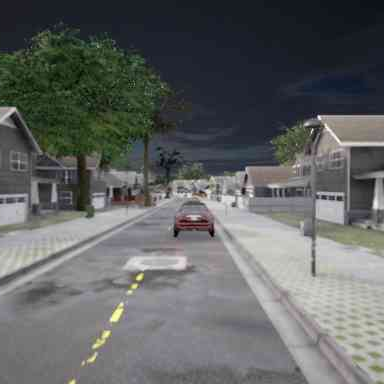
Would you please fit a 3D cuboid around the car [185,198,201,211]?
[{"bbox_3d":[0.101,1.487,41.115,1.837,1.490,4.892,0,0,0],"label":"car"}]

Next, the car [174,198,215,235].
[{"bbox_3d":[0.101,1.347,18.729,2.097,1.767,4.553,0,0,0],"label":"car"}]
